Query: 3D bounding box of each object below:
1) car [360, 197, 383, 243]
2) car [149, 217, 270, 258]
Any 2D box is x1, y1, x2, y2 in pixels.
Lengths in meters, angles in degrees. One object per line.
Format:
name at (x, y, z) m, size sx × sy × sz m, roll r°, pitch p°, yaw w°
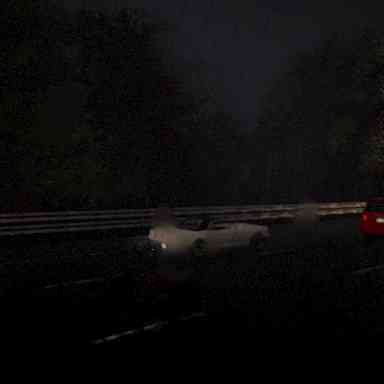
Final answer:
car at (9.827, 1.239, 15.049) m, size 5.566 × 2.045 × 2.150 m, roll 0°, pitch 0°, yaw -35°
car at (0.848, 1.608, 12.947) m, size 4.718 × 1.301 × 1.895 m, roll 0°, pitch 0°, yaw -35°
